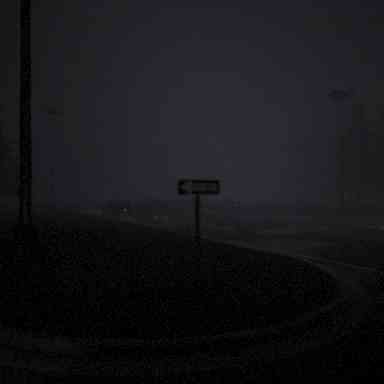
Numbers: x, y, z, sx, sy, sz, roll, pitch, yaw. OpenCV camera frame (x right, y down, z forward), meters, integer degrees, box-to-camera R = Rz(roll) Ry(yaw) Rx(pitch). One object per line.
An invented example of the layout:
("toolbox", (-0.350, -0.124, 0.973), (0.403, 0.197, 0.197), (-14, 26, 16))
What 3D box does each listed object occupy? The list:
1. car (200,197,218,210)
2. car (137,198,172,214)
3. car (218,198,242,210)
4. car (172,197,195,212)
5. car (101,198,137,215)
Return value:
("car", (0.543, 1.358, 39.495), (1.882, 1.535, 5.008), (0, 0, -33))
("car", (-4.421, 1.376, 34.275), (2.128, 1.511, 4.902), (0, 0, -33))
("car", (4.094, 1.451, 40.448), (1.994, 1.385, 4.181), (0, 0, -33))
("car", (-1.948, 1.446, 36.900), (1.994, 1.385, 4.181), (0, 0, -33))
("car", (-7.425, 1.387, 32.477), (1.837, 1.490, 4.892), (0, 0, -33))
